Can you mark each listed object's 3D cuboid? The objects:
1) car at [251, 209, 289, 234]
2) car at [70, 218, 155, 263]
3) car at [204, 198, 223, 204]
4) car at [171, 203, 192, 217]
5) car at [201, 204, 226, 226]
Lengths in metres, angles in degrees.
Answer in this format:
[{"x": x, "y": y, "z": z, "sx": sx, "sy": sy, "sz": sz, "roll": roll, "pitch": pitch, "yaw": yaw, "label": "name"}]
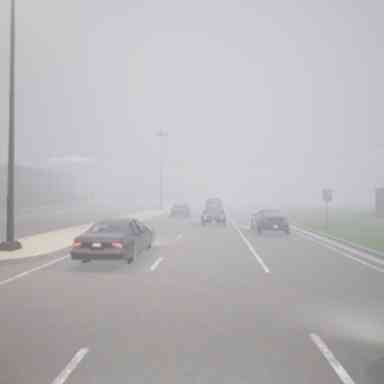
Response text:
[{"x": 4.867, "y": 1.797, "z": 21.004, "sx": 1.812, "sy": 1.442, "sz": 4.674, "roll": 0, "pitch": -1, "yaw": 4, "label": "car"}, {"x": -2.711, "y": 1.683, "z": 12.537, "sx": 2.033, "sy": 1.411, "sz": 5.357, "roll": 0, "pitch": -1, "yaw": 4, "label": "car"}, {"x": 2.756, "y": 1.730, "z": 41.839, "sx": 2.150, "sy": 2.045, "sz": 5.566, "roll": 0, "pitch": 0, "yaw": 4, "label": "car"}, {"x": -1.143, "y": 1.910, "z": 36.014, "sx": 2.128, "sy": 1.511, "sz": 4.902, "roll": 0, "pitch": -1, "yaw": 4, "label": "car"}, {"x": 1.716, "y": 1.920, "z": 26.366, "sx": 1.895, "sy": 1.301, "sz": 4.718, "roll": 0, "pitch": -1, "yaw": 4, "label": "car"}]
